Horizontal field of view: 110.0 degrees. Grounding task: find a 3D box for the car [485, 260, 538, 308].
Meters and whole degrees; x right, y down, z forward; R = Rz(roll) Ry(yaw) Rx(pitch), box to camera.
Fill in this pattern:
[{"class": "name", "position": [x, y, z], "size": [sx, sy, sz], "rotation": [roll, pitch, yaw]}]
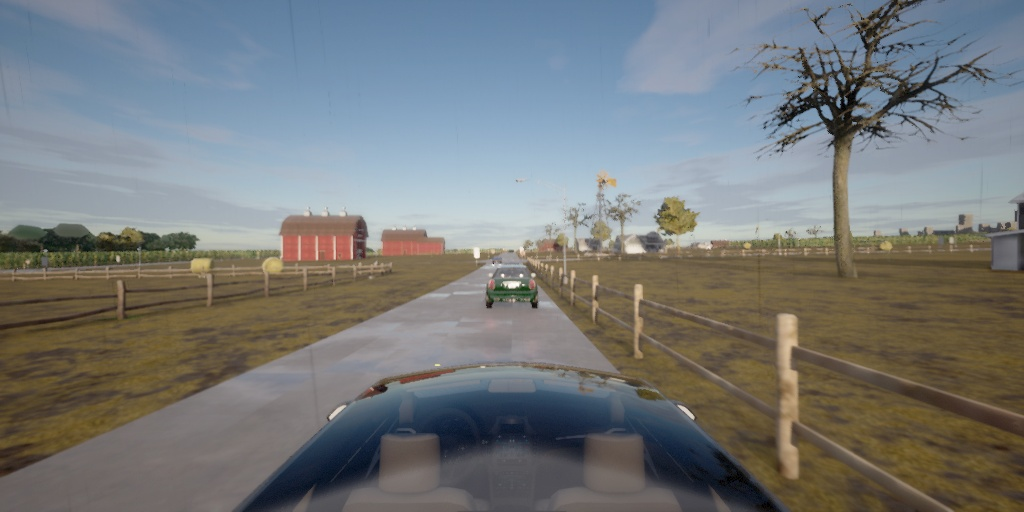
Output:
[{"class": "car", "position": [0.003, 1.178, 15.918], "size": [2.097, 1.767, 4.553], "rotation": [0, 0, 0]}]
